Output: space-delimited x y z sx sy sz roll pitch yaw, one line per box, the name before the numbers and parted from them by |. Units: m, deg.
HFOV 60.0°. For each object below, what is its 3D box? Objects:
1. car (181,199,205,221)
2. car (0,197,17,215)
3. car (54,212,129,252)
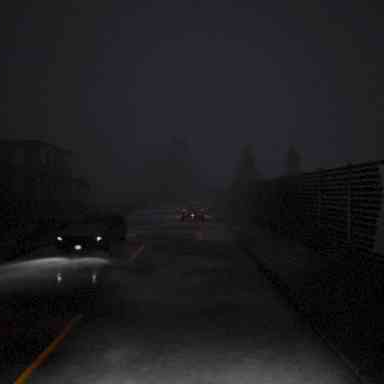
car | 0.072 1.556 27.756 1.812 1.442 4.674 0 0 0
car | -17.282 1.165 28.741 3.633 1.501 1.845 0 0 0
car | -4.002 1.563 14.345 2.033 1.411 5.357 0 0 0
